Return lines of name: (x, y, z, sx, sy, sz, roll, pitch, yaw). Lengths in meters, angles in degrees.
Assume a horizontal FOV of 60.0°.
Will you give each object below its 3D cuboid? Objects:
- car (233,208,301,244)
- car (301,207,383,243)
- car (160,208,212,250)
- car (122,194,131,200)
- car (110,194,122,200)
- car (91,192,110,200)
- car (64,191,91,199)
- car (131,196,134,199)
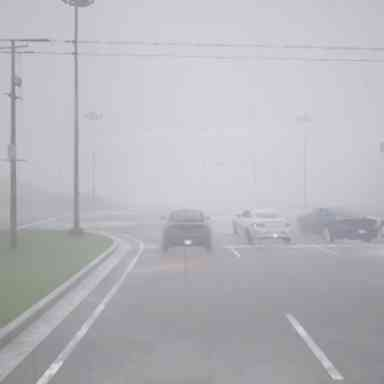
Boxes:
car: (3.139, 1.470, 15.440, 1.812, 1.442, 4.674, 0, 0, -4)
car: (6.620, 1.421, 15.772, 1.882, 1.535, 5.008, 0, 0, -4)
car: (-0.271, 1.456, 13.976, 1.837, 1.490, 4.892, 0, 1, -3)
car: (-18.782, 1.237, 84.762, 5.357, 1.411, 2.033, 0, 0, 32)
car: (-20.306, 1.186, 81.563, 5.008, 1.535, 1.882, 0, 0, 32)
car: (-22.334, 1.243, 78.712, 4.674, 1.442, 1.812, 0, 0, 32)
car: (-26.524, 1.202, 77.248, 5.008, 1.535, 1.882, 0, 0, 28)
car: (-17.647, 1.280, 88.197, 4.718, 1.301, 1.895, 0, 0, 32)
